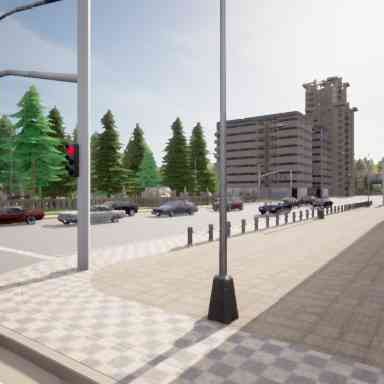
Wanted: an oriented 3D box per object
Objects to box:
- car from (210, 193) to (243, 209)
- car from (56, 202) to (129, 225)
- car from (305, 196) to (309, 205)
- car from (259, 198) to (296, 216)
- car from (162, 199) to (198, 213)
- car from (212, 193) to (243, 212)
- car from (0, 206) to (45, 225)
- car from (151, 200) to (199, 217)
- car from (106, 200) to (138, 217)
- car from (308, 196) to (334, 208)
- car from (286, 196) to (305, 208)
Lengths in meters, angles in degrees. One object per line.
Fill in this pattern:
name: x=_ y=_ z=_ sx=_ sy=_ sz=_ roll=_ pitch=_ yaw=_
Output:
car: x=4.951 y=1.221 z=46.594 sx=2.150 sy=2.045 sz=5.566 roll=0 pitch=0 yaw=36
car: x=-7.103 y=1.601 z=23.703 sx=1.895 sy=1.301 sz=4.718 roll=0 pitch=0 yaw=35
car: x=19.073 y=1.352 z=54.098 sx=2.097 sy=1.767 sz=4.553 roll=0 pitch=0 yaw=35
car: x=8.421 y=1.601 z=33.094 sx=1.895 sy=1.301 sz=4.718 roll=0 pitch=0 yaw=35
car: x=-1.298 y=1.564 z=37.891 sx=1.994 sy=1.385 sz=4.181 roll=0 pitch=0 yaw=35
car: x=4.304 y=1.352 z=39.699 sx=2.097 sy=1.767 sz=4.553 roll=0 pitch=0 yaw=36
car: x=-12.527 y=1.601 z=22.200 sx=1.895 sy=1.301 sz=4.718 roll=0 pitch=0 yaw=37
car: x=-1.502 y=1.547 z=31.563 sx=2.033 sy=1.411 sz=5.357 roll=0 pitch=0 yaw=36
car: x=-7.044 y=1.478 z=29.821 sx=1.882 sy=1.535 sz=5.008 roll=0 pitch=0 yaw=36
car: x=18.891 y=1.547 z=47.806 sx=2.033 sy=1.411 sz=5.357 roll=0 pitch=0 yaw=35
car: x=13.785 y=1.505 z=46.668 sx=1.837 sy=1.490 sz=4.892 roll=0 pitch=0 yaw=36
